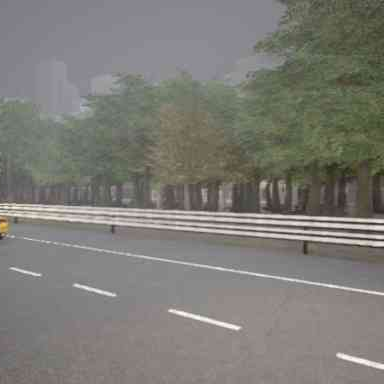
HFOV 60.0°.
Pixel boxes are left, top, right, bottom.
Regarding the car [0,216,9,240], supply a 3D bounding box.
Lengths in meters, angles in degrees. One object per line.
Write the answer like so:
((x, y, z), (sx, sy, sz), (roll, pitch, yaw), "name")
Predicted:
((-10.696, 1.481, 15.831), (5.008, 1.535, 1.882), (0, 0, 36), "car")
